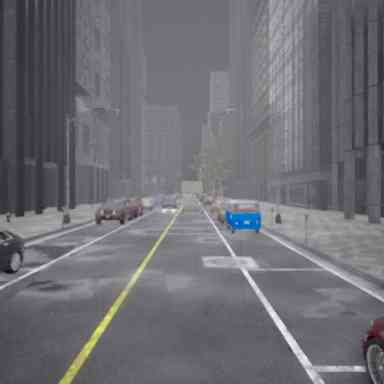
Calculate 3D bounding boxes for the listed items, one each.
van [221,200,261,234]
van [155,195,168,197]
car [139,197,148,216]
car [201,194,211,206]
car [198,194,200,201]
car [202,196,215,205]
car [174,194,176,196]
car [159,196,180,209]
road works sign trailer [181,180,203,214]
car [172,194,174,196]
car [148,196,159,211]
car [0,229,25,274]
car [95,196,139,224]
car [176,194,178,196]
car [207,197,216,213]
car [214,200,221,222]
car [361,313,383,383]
[{"bbox_3d":[2.857,1.362,19.189,1.690,1.788,3.998,0,0,0],"label":"van"},{"bbox_3d":[-5.673,1.358,58.683,1.690,1.788,3.998,0,0,0],"label":"van"},{"bbox_3d":[-5.670,1.336,30.491,2.192,1.841,5.009,0,0,0],"label":"car"},{"bbox_3d":[2.852,1.454,53.030,1.967,1.590,4.097,0,0,0],"label":"car"},{"bbox_3d":[2.850,1.348,69.949,2.192,1.841,5.009,0,0,0],"label":"car"},{"bbox_3d":[2.852,1.458,58.669,1.967,1.590,4.097,0,0,0],"label":"car"},{"bbox_3d":[-5.677,1.598,81.239,1.887,1.381,4.507,0,0,0],"label":"car"},{"bbox_3d":[-3.092,1.577,45.439,1.994,1.385,4.181,0,0,0],"label":"car"},{"bbox_3d":[-0.005,0.483,35.423,2.380,3.560,2.880,0,0,0],"label":"road works sign trailer"},{"bbox_3d":[-5.677,1.483,75.600,1.967,1.590,4.097,0,0,0],"label":"car"},{"bbox_3d":[-5.672,1.541,41.559,1.752,1.417,4.829,0,0,1],"label":"car"},{"bbox_3d":[-5.669,1.562,7.931,2.008,1.369,4.403,0,0,0],"label":"car"},{"bbox_3d":[-5.669,1.336,24.850,2.192,1.841,5.009,0,0,0],"label":"car"},{"bbox_3d":[-5.679,1.658,92.517,1.802,1.307,4.206,0,0,0],"label":"car"},{"bbox_3d":[2.862,1.543,36.314,1.752,1.417,4.829,0,0,1],"label":"car"},{"bbox_3d":[2.857,1.547,25.001,1.752,1.417,4.829,0,0,0],"label":"car"},{"bbox_3d":[2.858,1.586,2.270,1.802,1.307,4.206,0,0,0],"label":"car"}]
